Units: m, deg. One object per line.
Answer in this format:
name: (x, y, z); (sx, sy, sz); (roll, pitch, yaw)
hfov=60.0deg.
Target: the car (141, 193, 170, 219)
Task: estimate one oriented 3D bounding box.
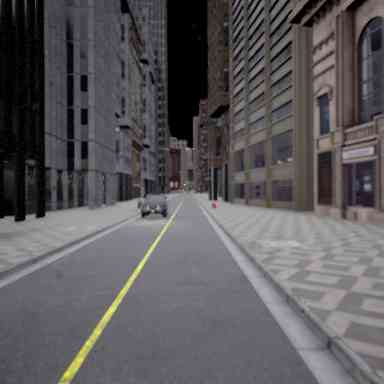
car: (-3.239, 1.227, 30.072); (2.150, 2.045, 5.566); (0, 0, 0)
